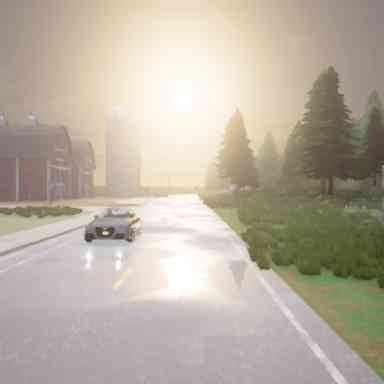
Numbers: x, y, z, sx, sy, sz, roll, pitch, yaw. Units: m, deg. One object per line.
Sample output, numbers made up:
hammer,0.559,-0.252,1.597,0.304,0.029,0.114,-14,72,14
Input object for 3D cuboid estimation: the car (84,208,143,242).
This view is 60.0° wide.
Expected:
car,-3.511,1.460,15.462,1.994,1.385,4.181,0,0,0
